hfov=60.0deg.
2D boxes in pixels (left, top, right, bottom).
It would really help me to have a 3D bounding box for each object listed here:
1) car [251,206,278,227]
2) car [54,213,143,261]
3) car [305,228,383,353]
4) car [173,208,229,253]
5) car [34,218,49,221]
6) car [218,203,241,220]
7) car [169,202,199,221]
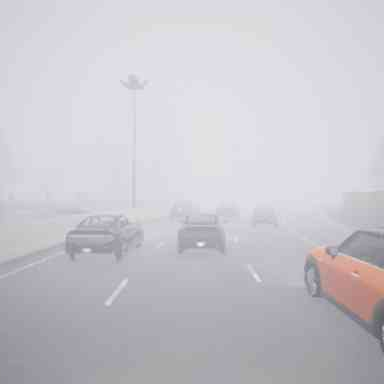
[{"bbox_3d":[5.449,1.789,25.081,2.033,1.411,5.357,0,-1,12],"label":"car"},{"bbox_3d":[-3.134,1.615,12.756,2.128,1.511,4.902,0,-1,3],"label":"car"},{"bbox_3d":[3.631,1.410,5.872,2.097,1.767,4.553,0,-1,1],"label":"car"},{"bbox_3d":[0.483,1.644,14.382,1.837,1.490,4.892,0,-1,4],"label":"car"},{"bbox_3d":[-9.199,1.780,24.080,2.033,1.411,5.357,0,-1,9],"label":"car"},{"bbox_3d":[3.561,1.785,31.942,1.882,1.535,5.008,0,-1,15],"label":"car"},{"bbox_3d":[-0.485,1.642,30.160,2.097,1.767,4.553,0,-1,13],"label":"car"}]
